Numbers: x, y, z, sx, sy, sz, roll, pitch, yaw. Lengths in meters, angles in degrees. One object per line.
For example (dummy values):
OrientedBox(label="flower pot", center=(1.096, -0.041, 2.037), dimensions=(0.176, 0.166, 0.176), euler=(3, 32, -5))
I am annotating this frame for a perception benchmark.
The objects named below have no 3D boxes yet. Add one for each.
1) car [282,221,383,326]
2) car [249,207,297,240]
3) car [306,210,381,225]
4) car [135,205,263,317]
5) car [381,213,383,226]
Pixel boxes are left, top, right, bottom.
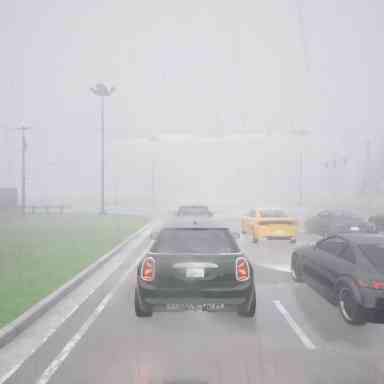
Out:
OrientedBox(label="car", center=(3.565, 1.564, 7.075), dimensions=(1.994, 1.385, 4.181), euler=(0, 0, 0))
OrientedBox(label="car", center=(3.586, 1.478, 16.036), dimensions=(1.882, 1.535, 5.008), euler=(0, 0, 0))
OrientedBox(label="car", center=(7.085, 1.564, 16.460), dimensions=(1.994, 1.385, 4.181), euler=(0, 0, 0))
OrientedBox(label="car", center=(0.064, 1.352, 7.606), dimensions=(2.097, 1.767, 4.553), euler=(0, 0, 0))
OrientedBox(label="car", center=(10.586, 1.492, 16.411), dimensions=(2.128, 1.511, 4.902), euler=(0, 0, 0))
